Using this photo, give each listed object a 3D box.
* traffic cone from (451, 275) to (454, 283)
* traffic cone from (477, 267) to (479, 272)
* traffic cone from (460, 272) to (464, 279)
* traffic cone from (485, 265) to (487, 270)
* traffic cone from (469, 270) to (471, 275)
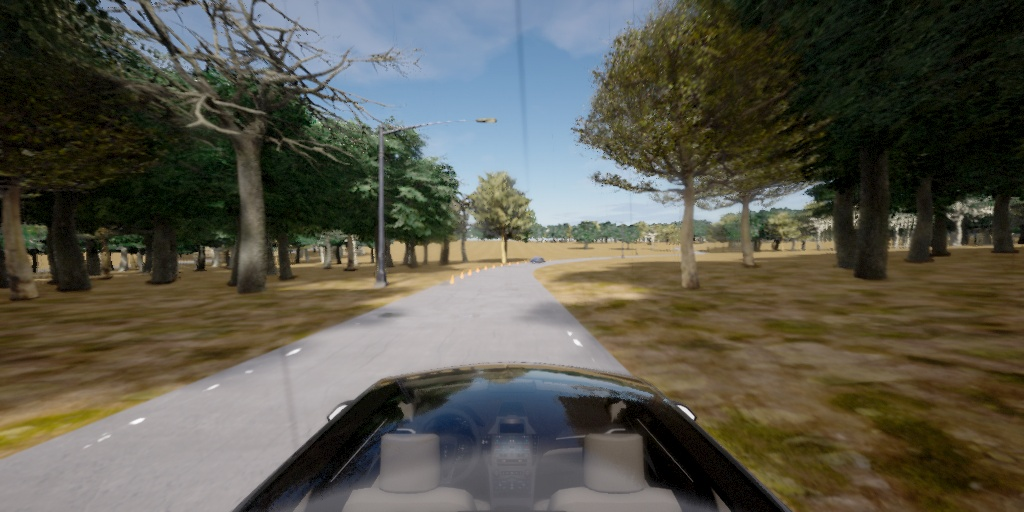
[{"bbox_3d":[-4.211,1.630,25.376,0.340,0.580,0.340,0,0,0],"label":"traffic cone"},{"bbox_3d":[-3.874,1.541,40.585,0.340,0.580,0.340,0,0,4],"label":"traffic cone"},{"bbox_3d":[-4.212,1.610,30.378,0.340,0.580,0.340,0,0,0],"label":"traffic cone"},{"bbox_3d":[-3.357,1.494,45.685,0.340,0.580,0.340,0,0,7],"label":"traffic cone"},{"bbox_3d":[-4.157,1.581,35.467,0.340,0.580,0.340,0,0,2],"label":"traffic cone"}]
